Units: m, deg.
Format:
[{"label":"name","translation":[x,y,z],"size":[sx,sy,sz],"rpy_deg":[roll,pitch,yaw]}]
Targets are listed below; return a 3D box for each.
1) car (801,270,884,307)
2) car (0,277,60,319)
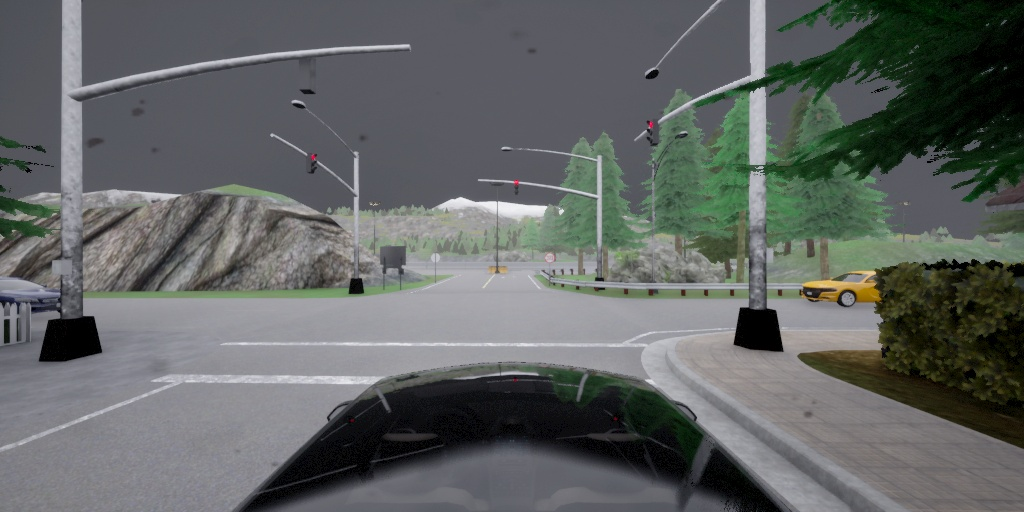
[{"label":"car","translation":[15.954,1.419,16.204],"size":[5.008,1.535,1.882],"rpy_deg":[0,0,0]},{"label":"car","translation":[-18.279,1.467,12.689],"size":[4.674,1.442,1.812],"rpy_deg":[0,0,0]}]
